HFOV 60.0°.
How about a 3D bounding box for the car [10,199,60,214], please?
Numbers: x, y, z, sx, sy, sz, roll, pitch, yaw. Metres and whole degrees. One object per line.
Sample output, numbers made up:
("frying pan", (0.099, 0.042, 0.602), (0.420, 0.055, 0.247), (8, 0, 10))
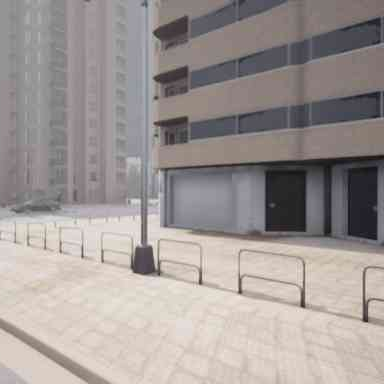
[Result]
("car", (-16.247, 1.488, 34.690), (1.837, 1.490, 4.892), (0, 0, 39))

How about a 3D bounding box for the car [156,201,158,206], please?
("car", (-3.377, 1.334, 50.716), (2.097, 1.767, 4.553), (0, 0, 39))
